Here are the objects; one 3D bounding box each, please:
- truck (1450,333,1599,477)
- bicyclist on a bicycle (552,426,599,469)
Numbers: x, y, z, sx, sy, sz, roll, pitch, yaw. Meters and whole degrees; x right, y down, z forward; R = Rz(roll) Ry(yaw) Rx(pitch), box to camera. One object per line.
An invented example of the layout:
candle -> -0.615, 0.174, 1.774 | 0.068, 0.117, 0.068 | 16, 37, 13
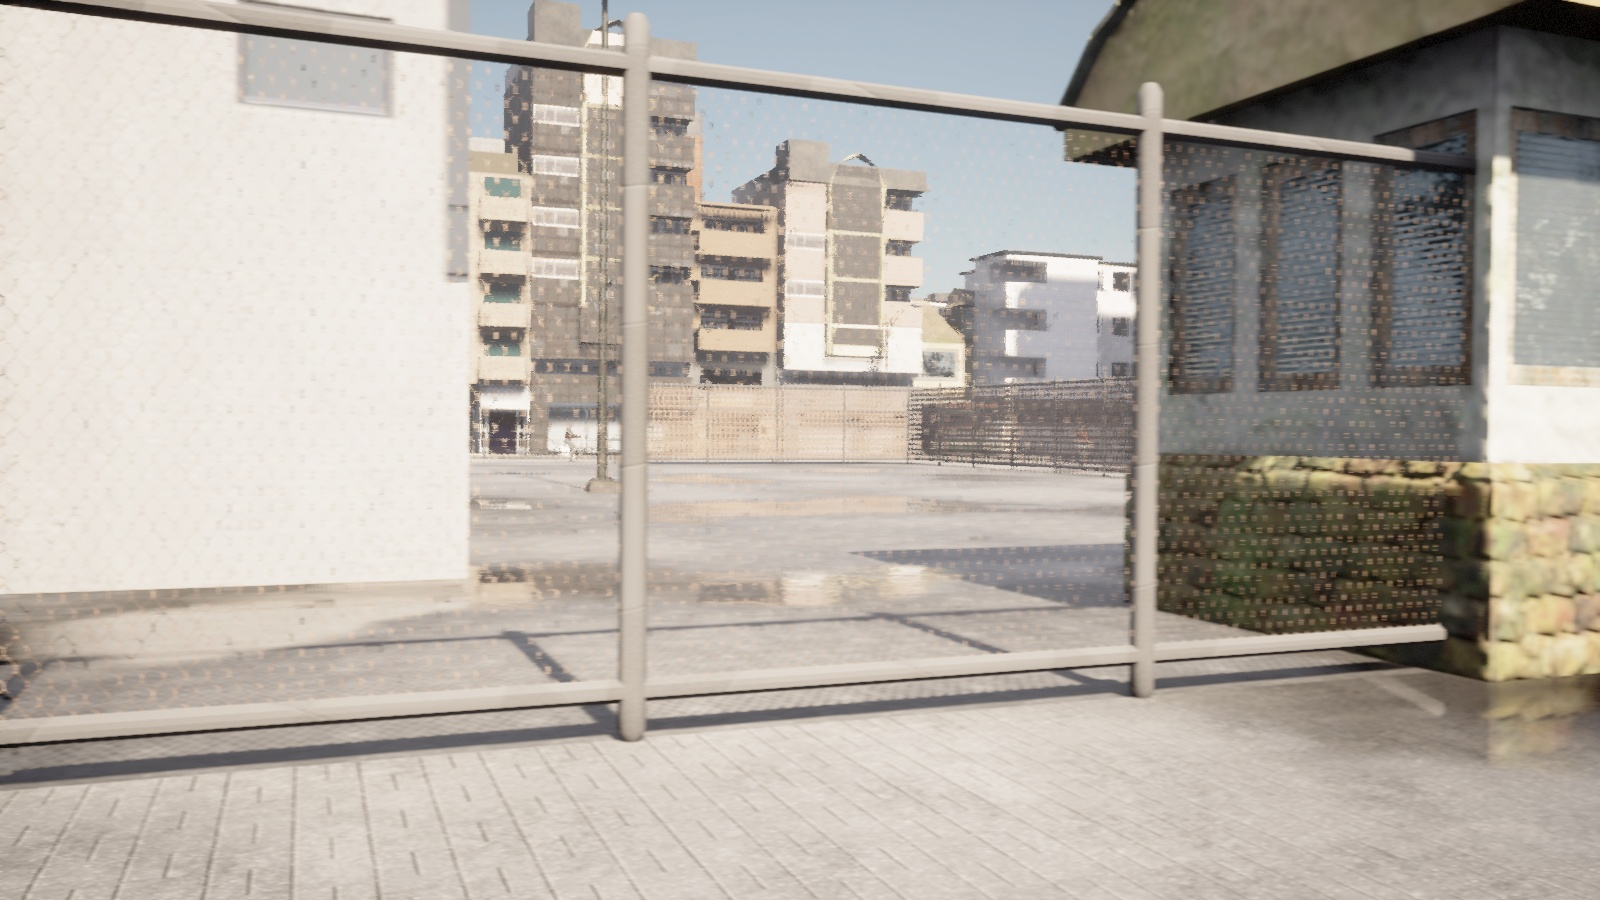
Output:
truck -> 22.433, -1.222, 34.268 | 2.891, 3.827, 8.468 | -1, 1, -23
bicyclist on a bicycle -> -9.531, -0.117, 53.324 | 1.843, 1.776, 0.659 | -1, 1, -21
